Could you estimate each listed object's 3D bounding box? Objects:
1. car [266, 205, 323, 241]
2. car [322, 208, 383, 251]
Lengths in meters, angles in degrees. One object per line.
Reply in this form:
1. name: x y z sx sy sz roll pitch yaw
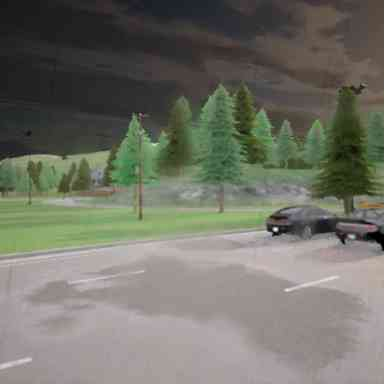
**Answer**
1. car: 5.747 1.419 16.336 4.892 1.490 1.837 0 0 -35
2. car: 7.824 1.406 13.524 4.902 1.511 2.128 0 0 -35
